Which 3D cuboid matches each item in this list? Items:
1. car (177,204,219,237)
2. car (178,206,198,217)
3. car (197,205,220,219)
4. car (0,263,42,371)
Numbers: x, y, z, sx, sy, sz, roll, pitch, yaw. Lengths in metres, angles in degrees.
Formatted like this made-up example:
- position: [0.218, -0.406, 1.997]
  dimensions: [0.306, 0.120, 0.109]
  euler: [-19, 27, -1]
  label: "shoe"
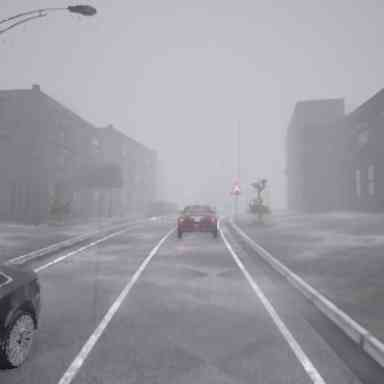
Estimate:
- position: [0.358, 1.482, 18.925]
  dimensions: [2.097, 1.767, 4.553]
  euler: [0, -1, 2]
  label: "car"
- position: [-0.453, 2.482, 42.900]
  dimensions: [1.895, 1.301, 4.718]
  euler: [-1, -2, 9]
  label: "car"
- position: [1.947, 2.227, 37.442]
  dimensions: [2.033, 1.411, 5.357]
  euler: [-1, -2, 8]
  label: "car"
- position: [-3.086, 1.489, 2.870]
  dimensions: [2.128, 1.511, 4.902]
  euler: [0, 0, 0]
  label: "car"
